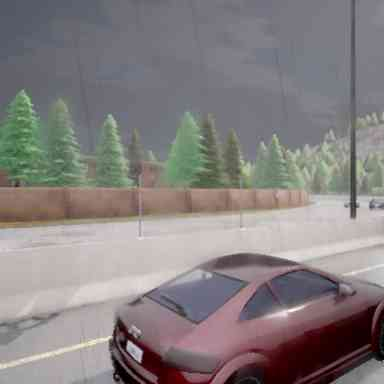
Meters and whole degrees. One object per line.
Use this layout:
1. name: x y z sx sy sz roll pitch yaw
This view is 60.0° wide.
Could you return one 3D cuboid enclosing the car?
1. car: 1.049 1.563 4.499 4.181 1.385 1.994 0 0 -36
